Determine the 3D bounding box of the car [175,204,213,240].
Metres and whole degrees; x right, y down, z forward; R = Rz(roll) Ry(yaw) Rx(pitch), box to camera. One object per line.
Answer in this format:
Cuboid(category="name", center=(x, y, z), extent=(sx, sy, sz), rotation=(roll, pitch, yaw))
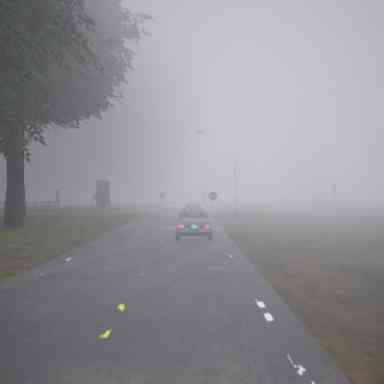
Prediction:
Cuboid(category="car", center=(0.100, 1.561, 17.040), extent=(2.033, 1.411, 5.357), rotation=(0, 0, 0))
